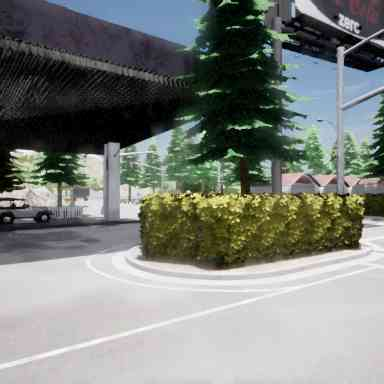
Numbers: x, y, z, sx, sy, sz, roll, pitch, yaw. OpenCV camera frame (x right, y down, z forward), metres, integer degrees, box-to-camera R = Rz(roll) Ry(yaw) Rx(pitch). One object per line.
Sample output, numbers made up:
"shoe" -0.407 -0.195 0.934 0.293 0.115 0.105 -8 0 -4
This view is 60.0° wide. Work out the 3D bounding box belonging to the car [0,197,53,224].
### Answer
"car" -12.000 1.313 23.459 3.866 1.878 1.905 0 0 -36
